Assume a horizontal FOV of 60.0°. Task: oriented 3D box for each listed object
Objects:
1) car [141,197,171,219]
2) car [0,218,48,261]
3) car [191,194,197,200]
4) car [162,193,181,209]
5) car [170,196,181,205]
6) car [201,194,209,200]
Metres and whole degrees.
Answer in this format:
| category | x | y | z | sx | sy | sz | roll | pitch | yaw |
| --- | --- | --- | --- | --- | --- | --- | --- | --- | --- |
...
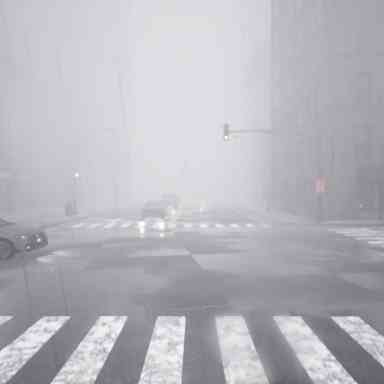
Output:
| category | x | y | z | sx | sy | sz | roll | pitch | yaw |
| --- | --- | --- | --- | --- | --- | --- | --- | --- | --- |
| car | -3.175 | 1.445 | 28.669 | 1.882 | 1.535 | 5.008 | 0 | 0 | 0 |
| car | -7.408 | 1.554 | 11.797 | 4.181 | 1.385 | 1.994 | -1 | 0 | 0 |
| car | 0.560 | 1.480 | 94.813 | 1.812 | 1.442 | 4.674 | 0 | 0 | 0 |
| car | -3.062 | 1.177 | 44.792 | 2.150 | 2.045 | 5.566 | 0 | 0 | 2 |
| car | -2.932 | 1.466 | 60.026 | 1.812 | 1.442 | 4.674 | 0 | 0 | 1 |
| car | 3.810 | 1.480 | 94.793 | 1.812 | 1.442 | 4.674 | 0 | 0 | 0 |
